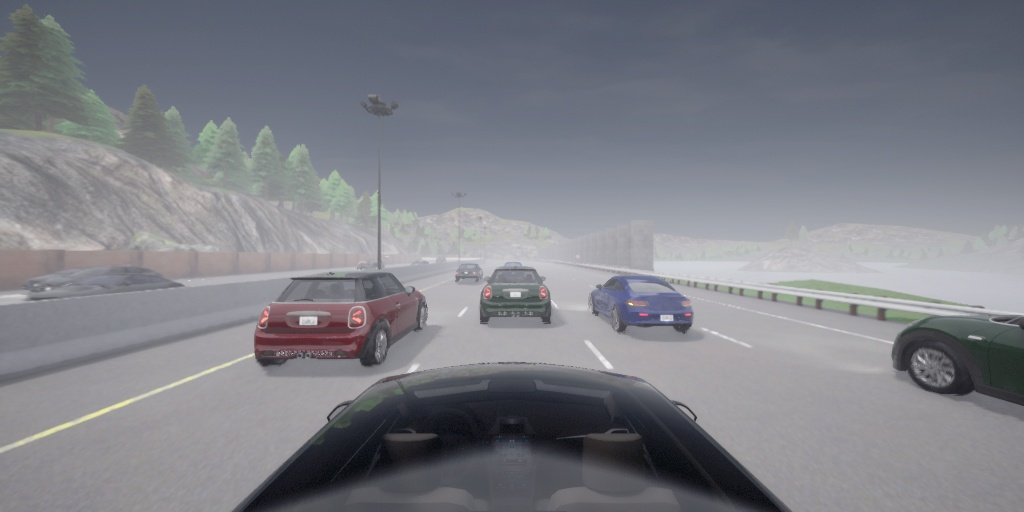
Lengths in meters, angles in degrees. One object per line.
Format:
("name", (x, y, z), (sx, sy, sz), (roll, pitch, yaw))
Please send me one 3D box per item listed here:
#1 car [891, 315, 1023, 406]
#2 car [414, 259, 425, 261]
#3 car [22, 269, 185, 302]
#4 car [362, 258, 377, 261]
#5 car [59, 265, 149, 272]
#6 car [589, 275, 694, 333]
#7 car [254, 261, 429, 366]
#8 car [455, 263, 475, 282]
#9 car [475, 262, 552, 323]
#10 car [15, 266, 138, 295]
("car", (7.101, 1.102, 3.785), (2.097, 1.767, 4.553), (0, 0, 0))
("car", (-13.966, 1.243, 54.249), (2.128, 1.511, 4.902), (0, 0, 1))
("car", (-14.099, 1.314, 12.771), (1.994, 1.385, 4.181), (0, 0, 0))
("car", (-17.562, 1.316, 44.426), (1.994, 1.385, 4.181), (0, 0, 0))
("car", (-21.098, 1.257, 18.741), (1.837, 1.490, 4.892), (0, 0, 0))
("car", (3.601, 1.276, 10.641), (1.812, 1.442, 4.674), (0, 0, 0))
("car", (-3.398, 1.102, 8.111), (2.097, 1.767, 4.553), (0, 0, 0))
("car", (-3.395, 1.298, 29.051), (2.033, 1.411, 5.357), (0, 0, 0))
("car", (0.101, 1.102, 12.191), (2.097, 1.767, 4.553), (0, 0, 0))
("car", (-24.596, 1.315, 20.541), (1.994, 1.385, 4.181), (0, 0, 0))
